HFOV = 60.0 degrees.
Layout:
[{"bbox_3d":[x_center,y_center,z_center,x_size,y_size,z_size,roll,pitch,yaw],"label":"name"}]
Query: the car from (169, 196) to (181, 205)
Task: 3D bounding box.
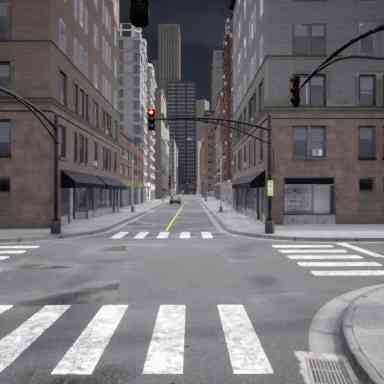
[{"bbox_3d":[-2.989,1.458,59.635,1.882,1.535,5.008,0,0,0],"label":"car"}]
